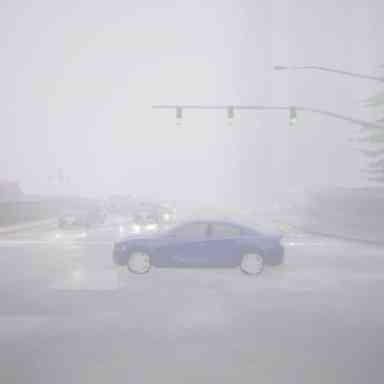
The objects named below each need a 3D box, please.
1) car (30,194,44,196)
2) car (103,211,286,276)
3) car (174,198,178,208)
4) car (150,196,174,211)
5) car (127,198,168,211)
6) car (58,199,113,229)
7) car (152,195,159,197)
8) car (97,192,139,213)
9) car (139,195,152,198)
[{"bbox_3d":[-28.217,1.137,59.308,4.605,1.855,1.932,0,0,1],"label":"car"},{"bbox_3d":[0.196,1.498,9.892,5.008,1.535,1.882,0,0,1],"label":"car"},{"bbox_3d":[-3.101,1.503,47.523,1.812,1.442,4.674,0,0,1],"label":"car"},{"bbox_3d":[-3.253,1.499,35.970,1.812,1.442,4.674,0,0,0],"label":"car"},{"bbox_3d":[-3.356,1.462,26.116,2.128,1.511,4.902,0,0,1],"label":"car"},{"bbox_3d":[-6.909,1.453,21.315,2.128,1.511,4.902,0,0,1],"label":"car"},{"bbox_3d":[-6.487,1.323,56.842,2.097,1.767,4.553,0,0,1],"label":"car"},{"bbox_3d":[-6.801,1.186,31.182,2.150,2.045,5.566,0,0,0],"label":"car"},{"bbox_3d":[-6.682,1.320,42.039,2.097,1.767,4.553,0,0,1],"label":"car"}]
